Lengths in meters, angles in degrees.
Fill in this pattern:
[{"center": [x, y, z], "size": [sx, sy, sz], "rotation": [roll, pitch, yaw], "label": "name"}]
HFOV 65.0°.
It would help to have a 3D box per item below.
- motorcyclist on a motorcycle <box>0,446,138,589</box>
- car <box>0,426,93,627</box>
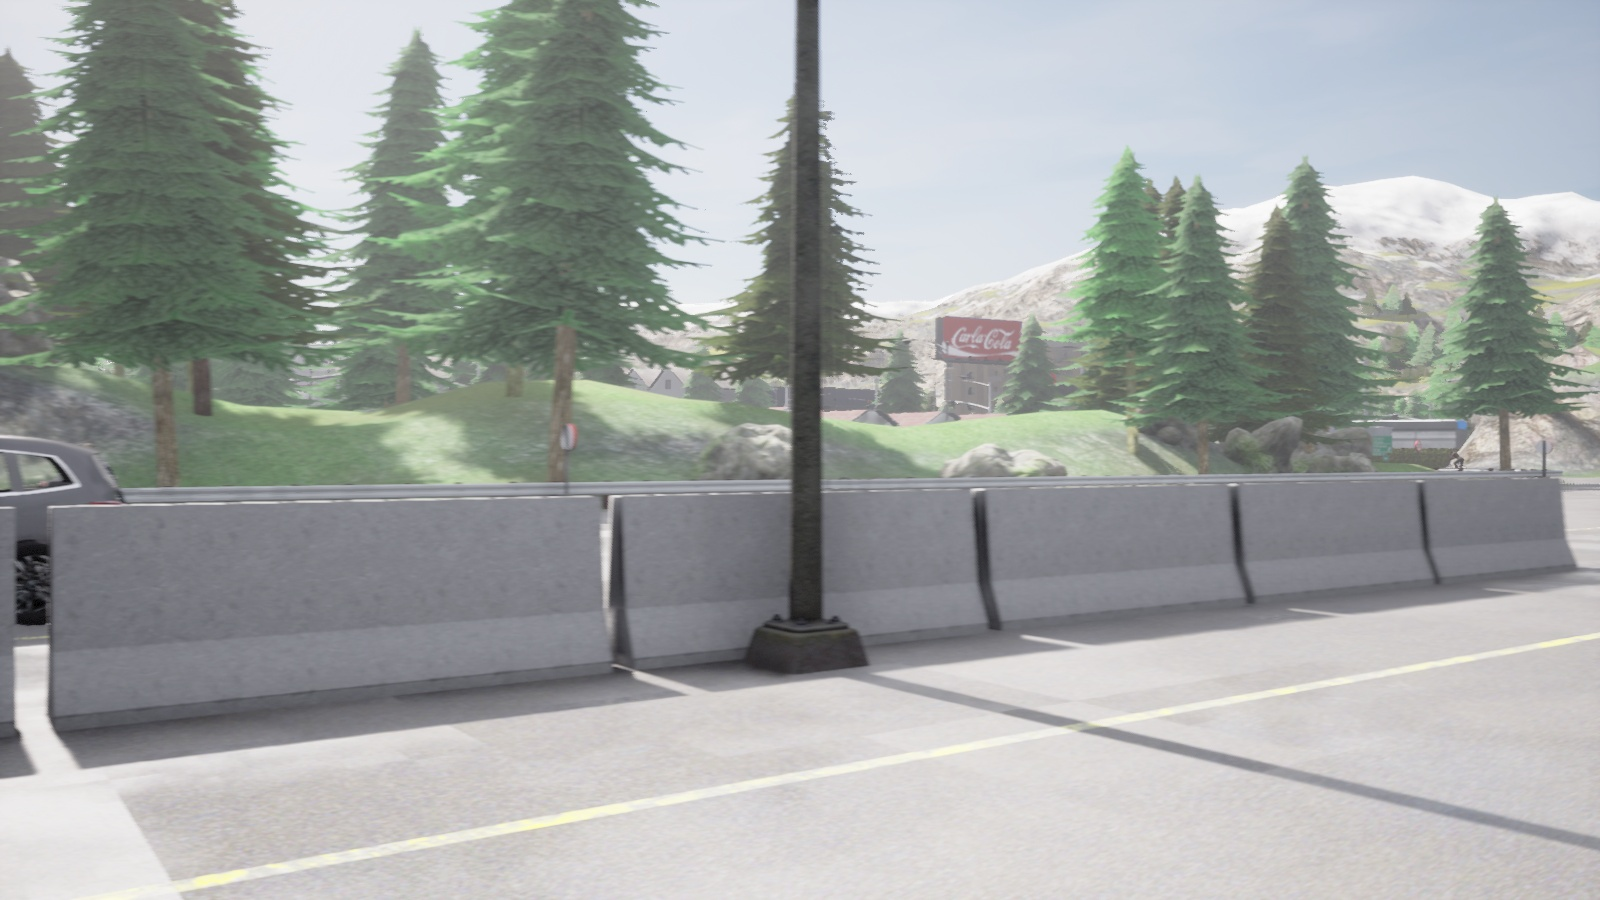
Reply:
[{"center": [-8.783, 0.753, 14.603], "size": [1.817, 1.590, 0.866], "rotation": [0, 0, -35], "label": "motorcyclist on a motorcycle"}, {"center": [-8.640, 0.634, 10.438], "size": [4.611, 1.667, 2.242], "rotation": [0, 0, -35], "label": "car"}]
